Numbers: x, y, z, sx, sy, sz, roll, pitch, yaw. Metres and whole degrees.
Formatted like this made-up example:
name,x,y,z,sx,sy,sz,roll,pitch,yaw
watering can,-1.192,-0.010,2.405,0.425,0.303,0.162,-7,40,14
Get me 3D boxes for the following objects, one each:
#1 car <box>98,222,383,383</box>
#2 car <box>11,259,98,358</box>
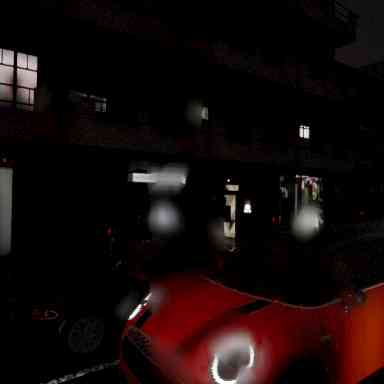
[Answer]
name,x,y,z,sx,sy,sz,roll,pitch,yaw
car,1.389,1.353,4.377,4.553,1.767,2.097,0,0,-36
car,-0.725,1.546,6.030,4.507,1.381,1.887,0,1,-36
